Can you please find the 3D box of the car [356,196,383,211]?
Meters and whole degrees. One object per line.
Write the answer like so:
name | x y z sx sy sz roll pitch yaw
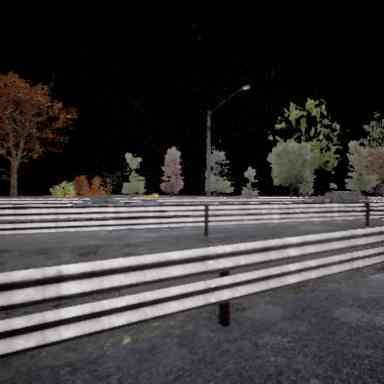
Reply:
car | 15.717 1.263 26.541 4.674 1.442 1.812 0 0 -23

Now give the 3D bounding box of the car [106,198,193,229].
car | -2.188 1.223 18.714 4.674 1.442 1.812 0 0 -24

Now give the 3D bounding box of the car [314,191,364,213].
car | 14.092 0.958 29.673 5.566 2.045 2.150 0 0 -23

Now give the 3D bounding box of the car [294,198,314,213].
car | 12.419 1.286 32.766 5.357 1.411 2.033 0 0 -23

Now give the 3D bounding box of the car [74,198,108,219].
car | -6.241 1.196 24.565 4.892 1.490 1.837 0 0 -24
